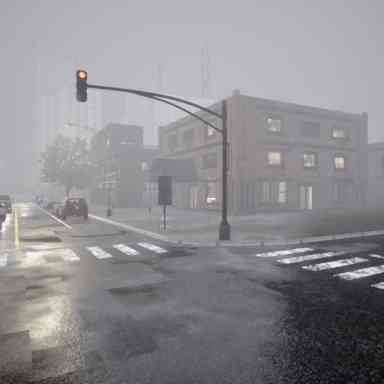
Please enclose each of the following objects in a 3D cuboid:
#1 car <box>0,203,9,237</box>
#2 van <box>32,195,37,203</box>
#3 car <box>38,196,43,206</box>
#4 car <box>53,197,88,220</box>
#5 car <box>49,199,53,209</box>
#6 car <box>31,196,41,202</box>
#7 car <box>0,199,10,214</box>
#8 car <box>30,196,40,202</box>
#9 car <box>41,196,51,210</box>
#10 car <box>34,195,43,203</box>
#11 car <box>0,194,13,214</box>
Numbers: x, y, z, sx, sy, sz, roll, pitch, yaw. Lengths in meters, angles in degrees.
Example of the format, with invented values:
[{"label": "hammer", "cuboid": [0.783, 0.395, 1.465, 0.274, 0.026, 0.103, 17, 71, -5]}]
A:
[{"label": "car", "cuboid": [-11.192, 1.555, 17.818, 2.033, 1.411, 5.357, 0, 0, -28]}, {"label": "van", "cuboid": [-30.841, 1.418, 67.126, 1.690, 1.788, 3.998, 0, 0, -28]}, {"label": "car", "cuboid": [-20.471, 1.590, 47.608, 2.008, 1.369, 4.403, 0, 0, -28]}, {"label": "car", "cuboid": [-10.101, 1.330, 28.090, 2.192, 1.841, 5.009, 0, 0, -28]}, {"label": "car", "cuboid": [-12.694, 1.586, 32.970, 1.947, 1.339, 4.313, 0, 0, -28]}, {"label": "car", "cuboid": [-36.025, 1.683, 76.884, 1.802, 1.307, 4.206, 0, 0, -28]}, {"label": "car", "cuboid": [-15.602, 1.541, 26.170, 1.812, 1.442, 4.674, 0, 0, -28]}, {"label": "car", "cuboid": [-38.618, 1.679, 81.764, 1.947, 1.339, 4.313, 0, 0, -28]}, {"label": "car", "cuboid": [-17.879, 1.597, 42.729, 1.947, 1.339, 4.313, 0, 0, -28]}, {"label": "car", "cuboid": [-25.656, 1.638, 57.366, 1.802, 1.307, 4.206, 0, 0, -28]}, {"label": "car", "cuboid": [-20.518, 1.247, 35.567, 2.150, 2.045, 5.566, 0, 0, -28]}]
